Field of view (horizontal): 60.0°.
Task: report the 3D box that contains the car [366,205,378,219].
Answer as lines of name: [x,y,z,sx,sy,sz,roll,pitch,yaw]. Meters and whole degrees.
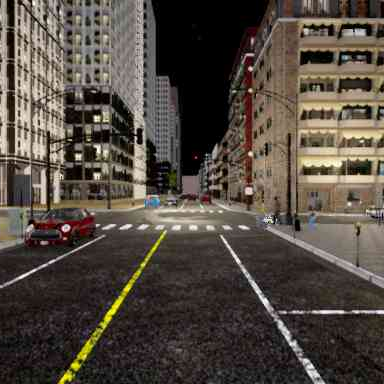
car: [19.575,1.622,31.460,5.566,2.045,2.150,1,0,0]

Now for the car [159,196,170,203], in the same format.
car: [-5.705,1.536,69.315,1.752,1.417,4.829,0,0,0]

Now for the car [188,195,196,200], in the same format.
car: [-0.015,1.467,86.814,1.895,1.301,4.718,0,0,0]

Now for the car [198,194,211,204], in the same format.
car: [2.676,1.323,63.937,2.192,1.841,5.009,0,0,0]

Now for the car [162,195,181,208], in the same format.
car: [-3.098,1.493,49.329,2.128,1.511,4.902,0,0,0]

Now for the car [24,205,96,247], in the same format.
car: [-5.694,1.438,14.807,1.967,1.590,4.097,0,0,0]

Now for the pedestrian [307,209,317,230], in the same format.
pedestrian: [7.090,1.560,19.544,0.375,1.300,0.375,0,0,0]

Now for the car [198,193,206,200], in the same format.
car: [2.670,1.340,91.691,2.192,1.841,5.009,0,0,0]

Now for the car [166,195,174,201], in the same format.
car: [-5.709,1.461,86.137,1.967,1.590,4.097,0,0,0]

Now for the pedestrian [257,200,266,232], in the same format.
pedestrian: [3.999,1.291,18.943,0.375,1.860,0.375,0,0,0]

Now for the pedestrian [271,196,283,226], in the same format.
pedestrian: [5.101,1.139,20.143,0.375,1.860,0.375,0,0,0]

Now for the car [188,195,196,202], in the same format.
car: [-0.012,1.485,76.361,1.882,1.535,5.008,0,0,0]

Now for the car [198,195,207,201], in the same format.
car: [2.672,1.572,86.140,2.008,1.369,4.403,0,0,0]

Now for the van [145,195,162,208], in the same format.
van: [-5.701,1.342,47.281,1.690,1.788,3.998,0,0,0]

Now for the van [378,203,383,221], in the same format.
van: [16.925,1.700,25.545,3.998,1.788,1.690,1,-1,0]

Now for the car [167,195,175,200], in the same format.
car: [-5.710,1.551,91.518,1.752,1.417,4.829,0,0,0]

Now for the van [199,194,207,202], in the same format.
van: [2.672,1.358,80.590,1.690,1.788,3.998,0,0,0]
